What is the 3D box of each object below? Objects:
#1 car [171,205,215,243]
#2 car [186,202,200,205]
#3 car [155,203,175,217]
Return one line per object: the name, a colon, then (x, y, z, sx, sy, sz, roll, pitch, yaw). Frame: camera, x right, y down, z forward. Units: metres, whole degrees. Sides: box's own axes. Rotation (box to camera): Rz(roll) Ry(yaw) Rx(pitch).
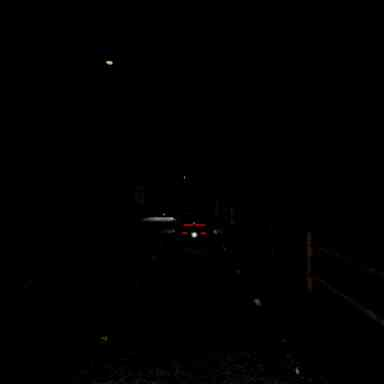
car: (0.102, 1.657, 17.132, 1.837, 1.490, 4.892, 0, 0, 0)
car: (0.095, 1.773, 33.229, 1.882, 1.535, 5.008, 0, -1, -1)
car: (-2.753, 1.863, 35.459, 2.033, 1.411, 5.357, 0, -1, 0)
